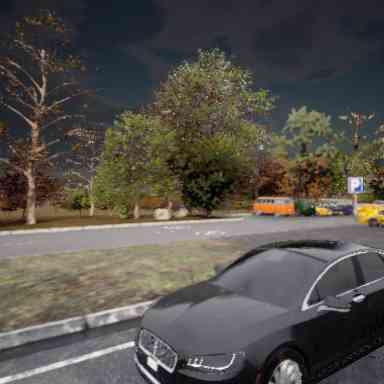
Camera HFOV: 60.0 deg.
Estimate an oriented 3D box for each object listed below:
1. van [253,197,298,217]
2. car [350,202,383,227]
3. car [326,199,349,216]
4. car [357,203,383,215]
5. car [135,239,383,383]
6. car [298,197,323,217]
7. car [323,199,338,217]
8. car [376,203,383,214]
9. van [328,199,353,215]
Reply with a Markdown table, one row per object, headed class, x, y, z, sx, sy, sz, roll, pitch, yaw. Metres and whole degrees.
| class | x | y | z | sx | sy | sz | roll | pitch | yaw |
| --- | --- | --- | --- | --- | --- | --- | --- | --- | --- |
| van | 8.278 | 1.528 | 34.381 | 1.878 | 1.987 | 4.442 | 2 | -1 | -35 |
| car | 13.702 | 1.690 | 21.813 | 1.946 | 1.575 | 5.366 | 2 | -1 | -35 |
| car | 15.206 | 1.986 | 39.166 | 2.231 | 1.521 | 4.892 | 2 | -1 | -35 |
| car | 26.481 | 2.407 | 47.201 | 2.231 | 1.521 | 4.892 | 2 | -1 | -35 |
| car | 1.574 | 1.512 | 4.808 | 4.892 | 1.490 | 1.837 | 0 | 0 | -36 |
| car | 10.685 | 1.574 | 35.986 | 2.435 | 2.045 | 5.566 | 2 | -1 | -35 |
| car | 13.057 | 1.900 | 37.415 | 1.946 | 1.575 | 5.366 | 2 | -1 | -35 |
| car | 31.095 | 2.571 | 50.270 | 1.946 | 1.575 | 5.366 | 2 | -1 | -35 |
| van | 17.395 | 1.843 | 40.877 | 1.878 | 1.987 | 4.442 | 2 | -1 | -35 |
